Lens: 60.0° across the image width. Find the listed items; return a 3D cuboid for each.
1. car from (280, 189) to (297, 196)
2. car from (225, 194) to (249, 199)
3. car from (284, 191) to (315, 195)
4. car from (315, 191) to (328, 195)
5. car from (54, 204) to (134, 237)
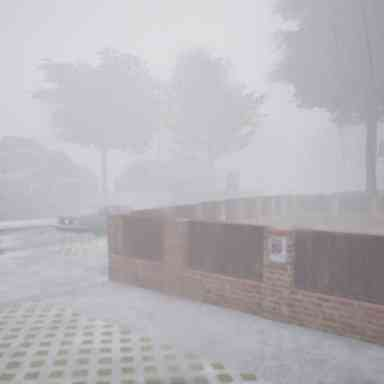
[{"bbox_3d":[13.861,0.417,46.953,1.837,1.490,4.892,0,1,35],"label":"car"},{"bbox_3d":[4.606,0.981,33.852,1.882,1.535,5.008,0,1,35],"label":"car"},{"bbox_3d":[13.449,0.947,41.470,1.895,1.301,4.718,0,1,35],"label":"car"},{"bbox_3d":[18.976,0.649,49.479,1.882,1.535,5.008,0,1,35],"label":"car"},{"bbox_3d":[-4.025,1.304,16.515,2.033,1.411,5.357,0,1,35],"label":"car"}]
